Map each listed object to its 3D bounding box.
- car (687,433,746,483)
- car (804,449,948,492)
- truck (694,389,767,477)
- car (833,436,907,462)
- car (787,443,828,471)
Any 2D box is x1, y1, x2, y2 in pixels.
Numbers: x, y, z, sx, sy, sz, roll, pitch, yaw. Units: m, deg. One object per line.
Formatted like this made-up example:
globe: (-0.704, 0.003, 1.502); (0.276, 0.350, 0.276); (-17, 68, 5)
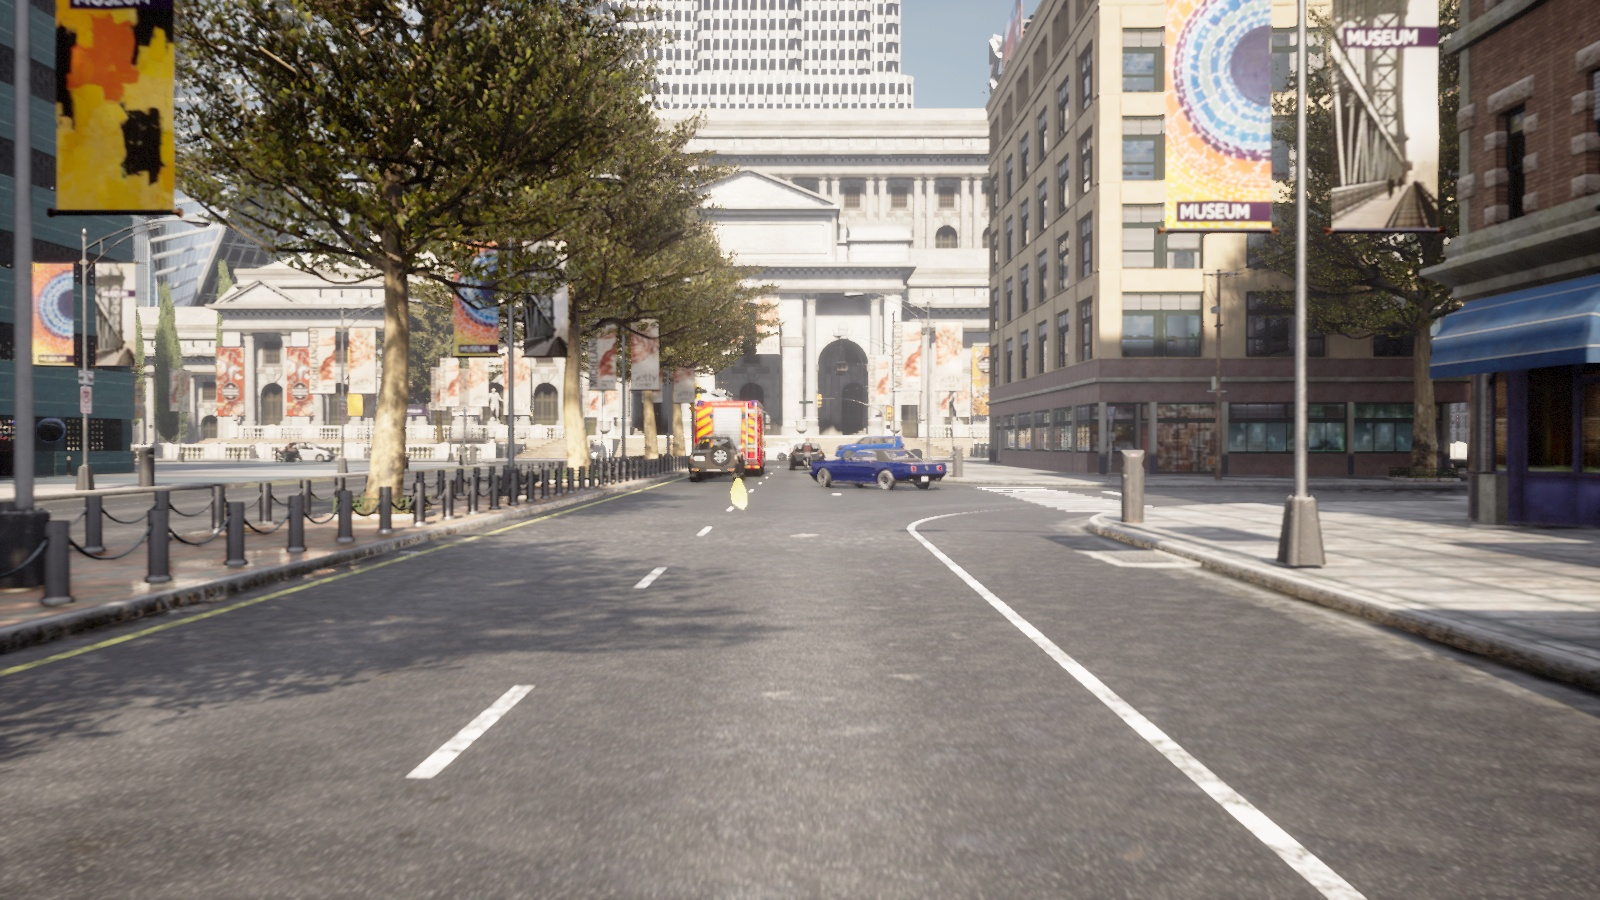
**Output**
car: (-3.208, 0.285, 48.862); (1.932, 1.855, 4.605); (0, 0, 1)
car: (2.412, 0.618, 40.974); (1.895, 1.301, 4.718); (0, 0, -41)
truck: (-3.151, -0.752, 58.863); (2.891, 3.827, 8.468); (0, 0, 0)
car: (5.474, -0.086, 98.555); (5.566, 2.045, 2.150); (0, 0, -4)
car: (0.407, 0.357, 69.134); (2.163, 1.488, 4.792); (0, 0, 0)
